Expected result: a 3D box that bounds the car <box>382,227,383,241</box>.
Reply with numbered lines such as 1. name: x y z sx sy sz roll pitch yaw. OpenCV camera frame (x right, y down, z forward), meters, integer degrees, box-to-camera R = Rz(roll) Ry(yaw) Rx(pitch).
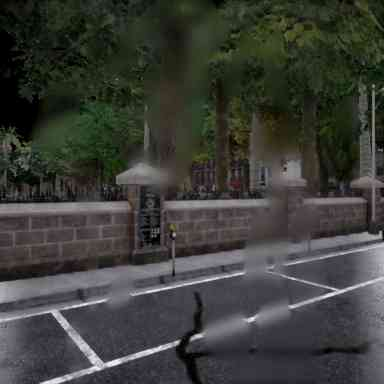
1. car: 9.786 1.310 13.538 5.009 1.841 2.192 0 0 -36
